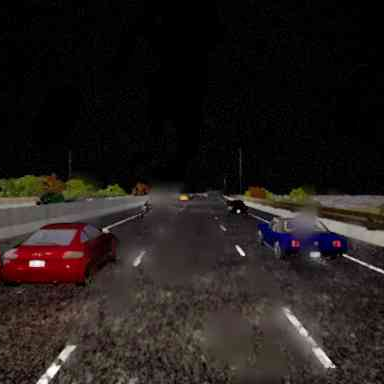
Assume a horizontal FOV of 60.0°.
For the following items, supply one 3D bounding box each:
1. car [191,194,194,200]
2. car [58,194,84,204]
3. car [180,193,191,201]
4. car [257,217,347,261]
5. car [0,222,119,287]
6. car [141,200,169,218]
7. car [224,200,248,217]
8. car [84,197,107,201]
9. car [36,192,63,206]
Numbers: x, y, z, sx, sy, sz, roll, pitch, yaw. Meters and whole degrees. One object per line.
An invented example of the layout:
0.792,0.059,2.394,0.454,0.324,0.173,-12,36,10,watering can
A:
-1.224,1.147,87.408,2.097,1.767,4.553,0,0,3,car
-16.871,1.384,48.195,2.033,1.411,5.357,0,0,2,car
-1.742,1.259,76.672,1.801,1.575,5.366,0,0,3,car
3.656,1.552,12.035,1.895,1.301,4.718,0,0,0,car
-3.360,1.524,9.241,1.994,1.385,4.181,0,0,0,car
-3.136,1.387,28.542,2.128,1.511,4.902,0,0,1,car
3.886,1.420,29.751,1.812,1.442,4.674,0,0,1,car
-13.373,1.386,48.117,2.033,1.411,5.357,0,0,2,car
-20.367,1.056,48.179,2.150,2.045,5.566,0,0,2,car
